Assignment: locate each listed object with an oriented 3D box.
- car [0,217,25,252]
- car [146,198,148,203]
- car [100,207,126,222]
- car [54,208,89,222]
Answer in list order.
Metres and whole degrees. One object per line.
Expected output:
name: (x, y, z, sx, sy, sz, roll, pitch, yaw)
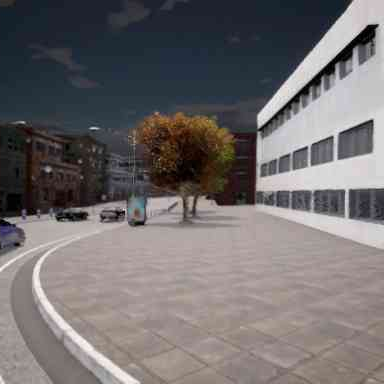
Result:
car: (-8.328, 1.710, 13.450, 1.812, 1.442, 4.674, 1, -1, -11)
car: (-10.863, 2.055, 74.907, 1.812, 1.442, 4.674, 1, 2, 2)
car: (-8.341, 2.332, 35.557, 2.128, 1.511, 4.902, 1, -2, 2)
car: (-12.092, 2.288, 33.678, 1.895, 1.301, 4.718, 1, -2, 2)
